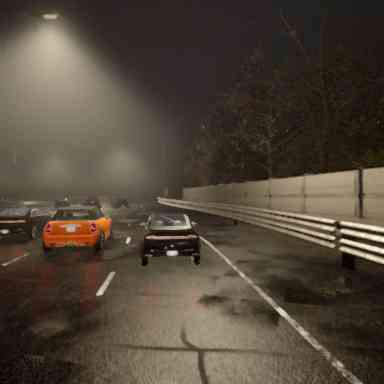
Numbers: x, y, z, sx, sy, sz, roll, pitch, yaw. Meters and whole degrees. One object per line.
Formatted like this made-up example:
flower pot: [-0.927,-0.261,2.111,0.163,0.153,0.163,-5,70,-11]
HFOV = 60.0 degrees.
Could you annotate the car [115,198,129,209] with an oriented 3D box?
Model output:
car: [-9.813,1.542,45.067,1.837,1.490,4.892,0,0,-23]

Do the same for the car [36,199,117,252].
car: [-4.642,1.369,14.148,2.097,1.767,4.553,0,0,-7]

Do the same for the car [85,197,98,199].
car: [-13.837,1.404,45.416,2.097,1.767,4.553,0,0,-25]

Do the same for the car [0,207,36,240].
car: [-8.597,1.524,17.044,2.128,1.511,4.902,0,0,-9]

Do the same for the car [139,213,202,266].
car: [-0.820,1.495,11.697,2.128,1.511,4.902,0,0,-6]

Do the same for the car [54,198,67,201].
car: [-18.316,1.560,46.729,2.128,1.511,4.902,0,0,-26]
